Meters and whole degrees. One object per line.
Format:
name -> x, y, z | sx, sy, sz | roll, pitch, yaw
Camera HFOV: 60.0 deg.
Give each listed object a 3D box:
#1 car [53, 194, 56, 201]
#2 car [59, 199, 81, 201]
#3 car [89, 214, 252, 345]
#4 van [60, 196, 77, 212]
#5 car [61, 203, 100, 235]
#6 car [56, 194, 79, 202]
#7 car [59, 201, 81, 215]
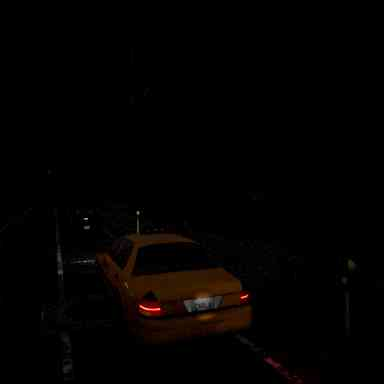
car -> -31.636, 1.468, 79.545 | 1.967, 1.590, 4.097 | 0, 0, -24
car -> -10.334, 1.566, 28.904 | 1.947, 1.339, 4.313 | 0, 0, -23
car -> -0.838, 1.457, 6.757 | 1.801, 1.575, 5.366 | 0, 0, -23
van -> -14.565, 1.342, 39.110 | 1.690, 1.788, 3.998 | 0, 0, -23
car -> -6.104, 1.551, 18.699 | 2.008, 1.369, 4.403 | 0, 0, -23
car -> -12.449, 1.316, 34.007 | 2.192, 1.841, 5.009 | 0, 0, -23
car -> -8.219, 1.551, 23.802 | 2.008, 1.369, 4.403 | 0, 0, -23
